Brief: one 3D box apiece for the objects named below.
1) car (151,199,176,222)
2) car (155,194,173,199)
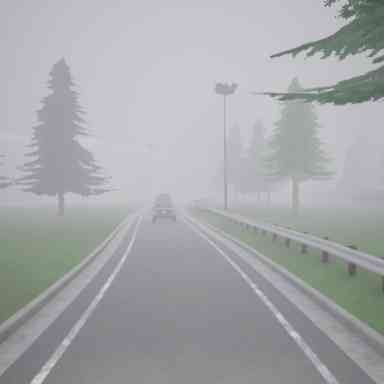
[{"bbox_3d":[-2.266,1.549,26.683,2.033,1.411,5.357,0,0,-6],"label":"car"},{"bbox_3d":[-3.695,1.223,44.048,2.150,2.045,5.566,0,0,-3],"label":"car"}]
